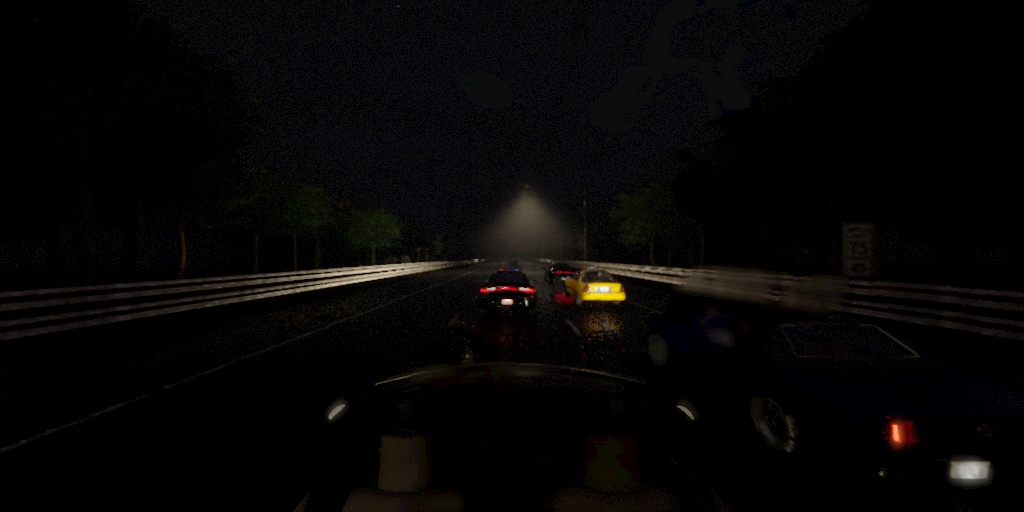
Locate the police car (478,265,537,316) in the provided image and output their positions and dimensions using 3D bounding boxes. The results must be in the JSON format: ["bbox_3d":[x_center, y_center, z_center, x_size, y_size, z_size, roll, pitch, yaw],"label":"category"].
[{"bbox_3d":[-0.115,1.274,13.677,2.038,1.542,4.974,0,0,1],"label":"police car"}]

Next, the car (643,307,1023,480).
[{"bbox_3d":[3.500,1.357,4.956,1.895,1.301,4.718,0,0,0],"label":"car"}]

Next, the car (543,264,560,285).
[{"bbox_3d":[3.497,1.299,26.927,1.837,1.490,4.892,0,0,0],"label":"car"}]

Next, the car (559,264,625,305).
[{"bbox_3d":[3.498,1.232,16.116,1.801,1.575,5.366,0,0,0],"label":"car"}]

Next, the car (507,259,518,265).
[{"bbox_3d":[0.076,1.344,60.374,2.128,1.511,4.902,0,0,0],"label":"car"}]
